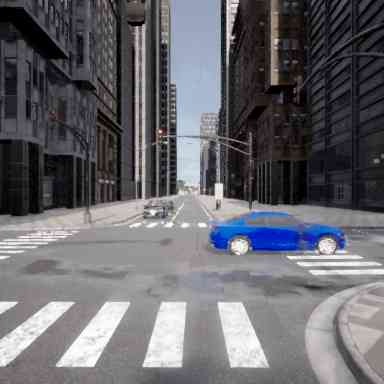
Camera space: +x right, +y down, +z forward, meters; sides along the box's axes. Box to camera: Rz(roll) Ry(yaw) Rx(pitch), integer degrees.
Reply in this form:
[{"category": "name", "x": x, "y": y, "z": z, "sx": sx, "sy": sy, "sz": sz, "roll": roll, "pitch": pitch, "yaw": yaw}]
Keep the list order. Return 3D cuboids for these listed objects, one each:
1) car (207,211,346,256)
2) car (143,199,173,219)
[{"category": "car", "x": 3.092, "y": 1.471, "z": 12.466, "sx": 5.008, "sy": 1.535, "sz": 1.882, "roll": 0, "pitch": 0, "yaw": 0}, {"category": "car", "x": -3.169, "y": 1.501, "z": 29.425, "sx": 2.128, "sy": 1.511, "sz": 4.902, "roll": 0, "pitch": 0, "yaw": 0}]
